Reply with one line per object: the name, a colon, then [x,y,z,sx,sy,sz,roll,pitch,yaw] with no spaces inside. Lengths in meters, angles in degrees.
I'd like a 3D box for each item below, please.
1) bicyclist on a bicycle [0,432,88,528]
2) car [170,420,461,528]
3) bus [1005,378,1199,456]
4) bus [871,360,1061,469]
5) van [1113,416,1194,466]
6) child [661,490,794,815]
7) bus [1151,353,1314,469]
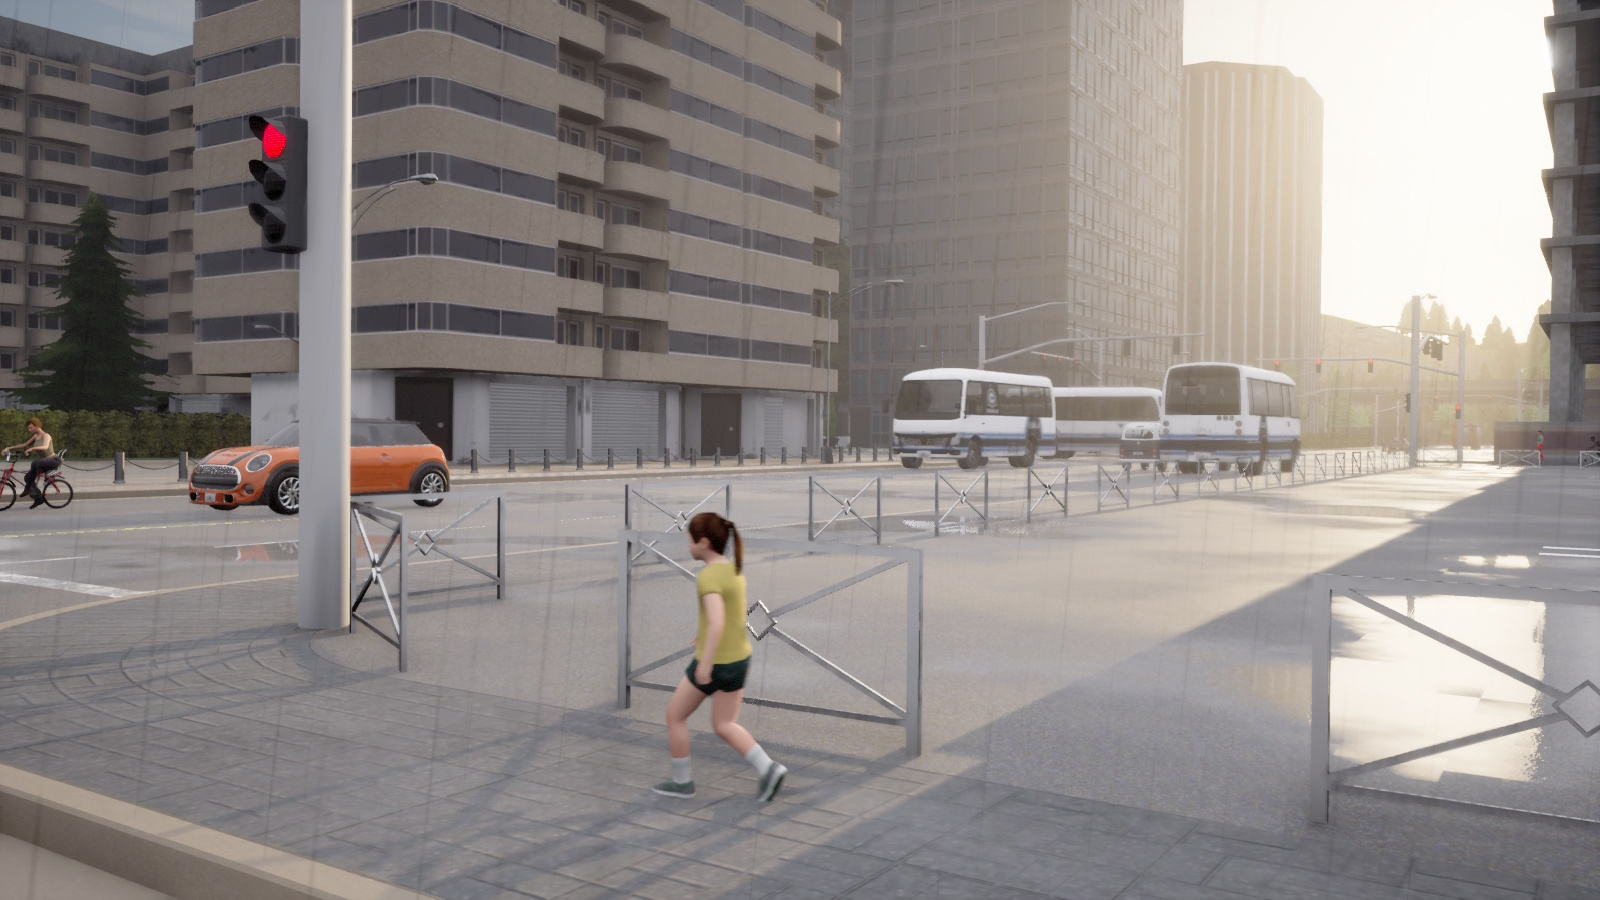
bicyclist on a bicycle: [-13.460,0.490,21.949,0.866,1.612,1.509,0,1,33]
car: [-8.683,0.356,22.910,2.097,1.767,4.553,0,1,33]
bus: [17.570,-1.839,73.366,10.273,4.253,3.944,0,1,32]
bus: [7.438,-1.454,54.334,3.944,4.253,10.273,0,1,34]
van: [15.001,-0.407,53.198,2.069,2.038,4.480,0,1,33]
child: [-0.262,0.710,4.562,0.394,1.110,0.255,0,1,29]
bus: [17.821,-1.504,51.114,3.944,4.253,10.273,0,1,33]
